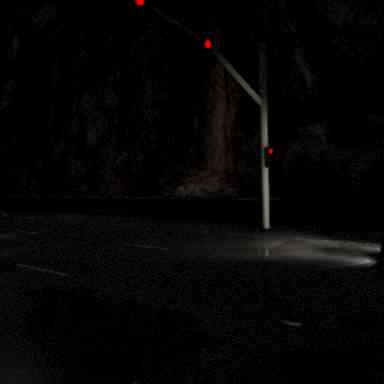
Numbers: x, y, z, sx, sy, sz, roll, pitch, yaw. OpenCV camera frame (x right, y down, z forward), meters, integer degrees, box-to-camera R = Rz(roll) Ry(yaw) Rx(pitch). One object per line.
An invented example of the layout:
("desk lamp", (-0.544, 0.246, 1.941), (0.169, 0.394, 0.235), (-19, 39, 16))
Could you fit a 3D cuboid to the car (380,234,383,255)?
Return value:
("car", (6.966, 0.857, 7.648), (4.553, 1.767, 2.097), (0, 3, 38))
